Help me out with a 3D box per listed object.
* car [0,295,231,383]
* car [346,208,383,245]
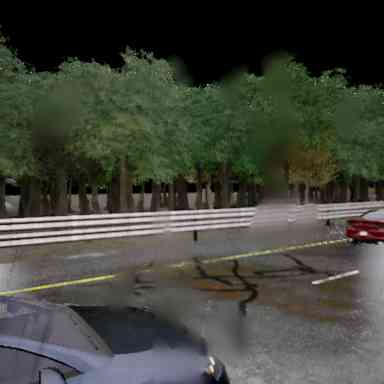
[{"bbox_3d":[-1.694,1.564,2.535,4.181,1.385,1.994,0,0,-35],"label":"car"},{"bbox_3d":[8.512,1.416,14.005,5.008,1.535,1.882,0,0,-35],"label":"car"}]
